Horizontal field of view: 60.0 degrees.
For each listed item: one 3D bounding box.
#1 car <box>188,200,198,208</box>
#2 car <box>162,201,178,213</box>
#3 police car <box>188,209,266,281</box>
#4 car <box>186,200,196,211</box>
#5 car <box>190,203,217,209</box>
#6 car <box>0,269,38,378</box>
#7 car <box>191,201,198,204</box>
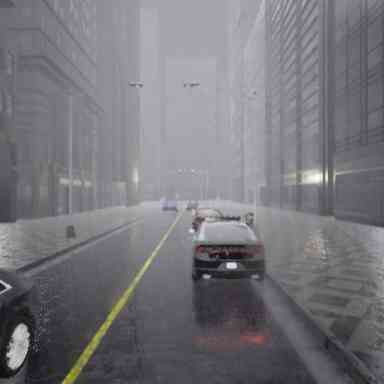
[{"bbox_3d":[0.206,2.181,61.446,1.812,1.442,4.674,0,-1,0],"label":"car"},{"bbox_3d":[-2.935,1.962,45.489,1.882,1.535,5.008,0,-1,0],"label":"car"},{"bbox_3d":[0.932,1.536,10.331,1.930,1.638,5.238,0,-1,0],"label":"police car"},{"bbox_3d":[0.168,2.109,47.653,1.895,1.301,4.718,0,-1,1],"label":"car"},{"bbox_3d":[0.965,1.694,20.220,1.882,1.535,5.008,0,-1,0],"label":"car"},{"bbox_3d":[-3.093,1.535,2.813,1.837,1.490,4.892,0,-1,0],"label":"car"},{"bbox_3d":[0.986,1.737,26.410,1.801,1.575,5.366,0,-1,0],"label":"car"}]
